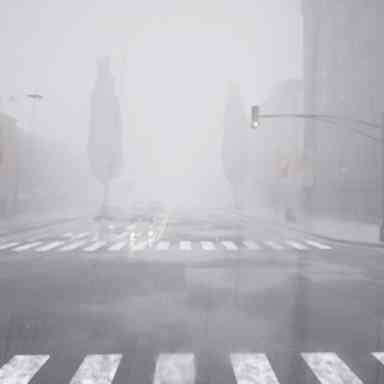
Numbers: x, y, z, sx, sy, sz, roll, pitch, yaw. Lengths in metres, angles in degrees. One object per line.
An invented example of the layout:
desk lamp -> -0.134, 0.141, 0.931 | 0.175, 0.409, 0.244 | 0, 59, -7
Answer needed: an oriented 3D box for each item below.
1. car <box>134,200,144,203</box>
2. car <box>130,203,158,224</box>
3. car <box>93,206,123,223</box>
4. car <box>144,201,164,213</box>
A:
car -> -8.566, 2.090, 53.780 | 2.097, 1.767, 4.553 | 0, -1, -2
car -> -4.129, 1.908, 28.344 | 1.812, 1.442, 4.674 | 0, -1, -3
car -> -7.476, 1.960, 30.259 | 2.033, 1.411, 5.357 | 0, -1, -3
car -> -4.948, 1.971, 45.357 | 2.097, 1.767, 4.553 | 0, -1, -3
